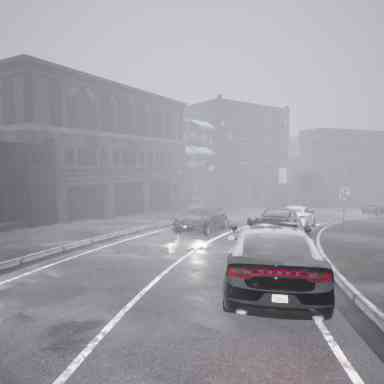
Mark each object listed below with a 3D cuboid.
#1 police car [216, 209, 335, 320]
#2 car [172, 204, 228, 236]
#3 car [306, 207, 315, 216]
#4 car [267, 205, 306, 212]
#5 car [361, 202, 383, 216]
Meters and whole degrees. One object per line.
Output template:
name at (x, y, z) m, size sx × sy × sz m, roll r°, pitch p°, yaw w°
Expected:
police car at (1.816, 1.432, 7.625) m, size 1.930 × 1.638 × 5.238 m, roll 1°, pitch 0°, yaw 10°
car at (0.579, 1.424, 18.091) m, size 1.837 × 1.490 × 4.892 m, roll 1°, pitch 0°, yaw 23°
car at (6.858, 1.607, 21.746) m, size 1.812 × 1.442 × 4.674 m, roll 2°, pitch 1°, yaw 29°
car at (4.435, 1.543, 16.602) m, size 1.837 × 1.490 × 4.892 m, roll 2°, pitch 0°, yaw 22°
car at (22.135, 1.991, 39.571) m, size 4.902 × 1.511 × 2.128 m, roll 2°, pitch 3°, yaw -33°
